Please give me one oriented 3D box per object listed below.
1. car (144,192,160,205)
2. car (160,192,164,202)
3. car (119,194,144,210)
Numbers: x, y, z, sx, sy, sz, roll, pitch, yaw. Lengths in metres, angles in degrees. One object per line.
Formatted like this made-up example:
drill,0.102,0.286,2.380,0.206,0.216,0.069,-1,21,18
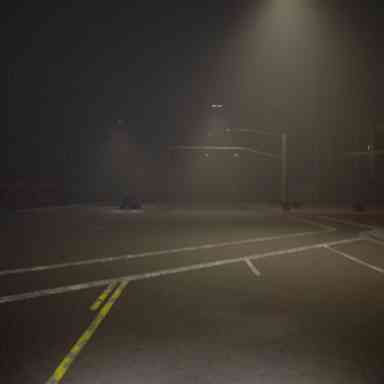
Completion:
car,-7.034,0.995,54.974,2.150,2.045,5.566,0,-1,0
car,-7.001,1.009,68.310,2.150,2.045,5.566,0,0,0
car,-7.084,1.266,38.466,1.812,1.442,4.674,0,0,0
